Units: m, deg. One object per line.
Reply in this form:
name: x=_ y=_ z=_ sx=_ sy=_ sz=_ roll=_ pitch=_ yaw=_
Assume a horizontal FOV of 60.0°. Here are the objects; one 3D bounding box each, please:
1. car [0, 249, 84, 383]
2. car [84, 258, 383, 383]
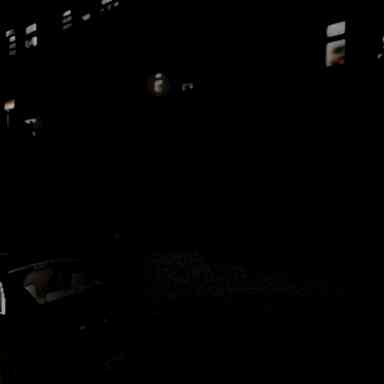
car: x=-2.567 y=1.497 z=4.710 sx=4.403 sy=1.369 sz=2.008 roll=1 pitch=1 yaw=36
car: x=2.052 y=1.326 z=1.392 sx=5.009 sy=1.841 sz=2.192 roll=1 pitch=1 yaw=36
